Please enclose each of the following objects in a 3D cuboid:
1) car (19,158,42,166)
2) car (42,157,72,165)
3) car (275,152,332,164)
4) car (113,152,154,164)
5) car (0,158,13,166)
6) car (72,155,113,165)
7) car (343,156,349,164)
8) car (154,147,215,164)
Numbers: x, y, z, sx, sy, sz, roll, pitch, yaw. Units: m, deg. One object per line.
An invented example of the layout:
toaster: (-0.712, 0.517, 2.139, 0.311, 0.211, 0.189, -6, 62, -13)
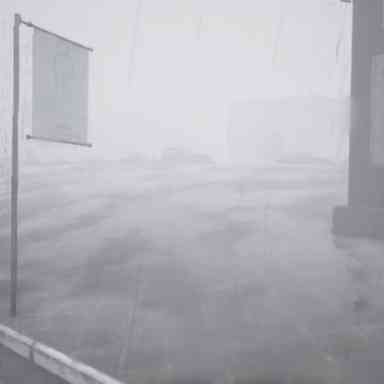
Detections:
car: (-20.404, -3.655, 43.052, 4.792, 1.488, 2.163, 1, 1, 29)
car: (-15.541, -3.528, 40.444, 4.674, 1.452, 2.002, 1, 1, 28)
car: (9.649, -2.732, 28.952, 4.674, 1.452, 2.002, 2, 1, 22)
car: (-5.630, -3.439, 35.540, 4.553, 1.767, 2.185, 2, 1, 26)
car: (-25.395, -3.931, 45.854, 4.553, 1.767, 2.185, 1, 1, 31)
car: (-10.710, -3.451, 37.984, 4.892, 1.521, 2.231, 1, 1, 27)
car: (14.819, -2.509, 26.966, 4.674, 1.452, 2.002, 3, 1, 21)
car: (-0.530, -3.404, 33.199, 5.566, 2.045, 2.435, 2, 1, 25)
